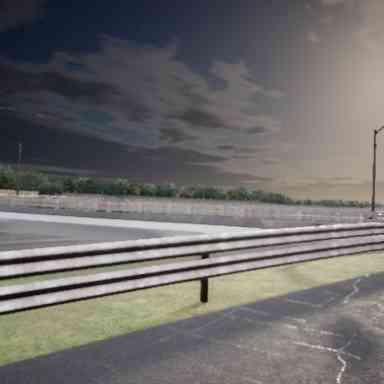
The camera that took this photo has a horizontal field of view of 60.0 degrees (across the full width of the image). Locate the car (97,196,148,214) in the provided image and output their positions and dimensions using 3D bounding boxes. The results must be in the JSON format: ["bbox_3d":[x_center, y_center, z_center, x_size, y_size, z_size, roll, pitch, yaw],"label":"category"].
[{"bbox_3d":[-6.300,1.264,30.587,4.553,1.767,2.097,2,-2,18],"label":"car"}]

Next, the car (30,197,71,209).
[{"bbox_3d":[-16.980,1.274,39.006,4.674,1.442,1.812,1,-2,26],"label":"car"}]

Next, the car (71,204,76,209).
[{"bbox_3d":[-17.447,1.381,43.106,5.357,1.411,2.033,2,-2,26],"label":"car"}]
